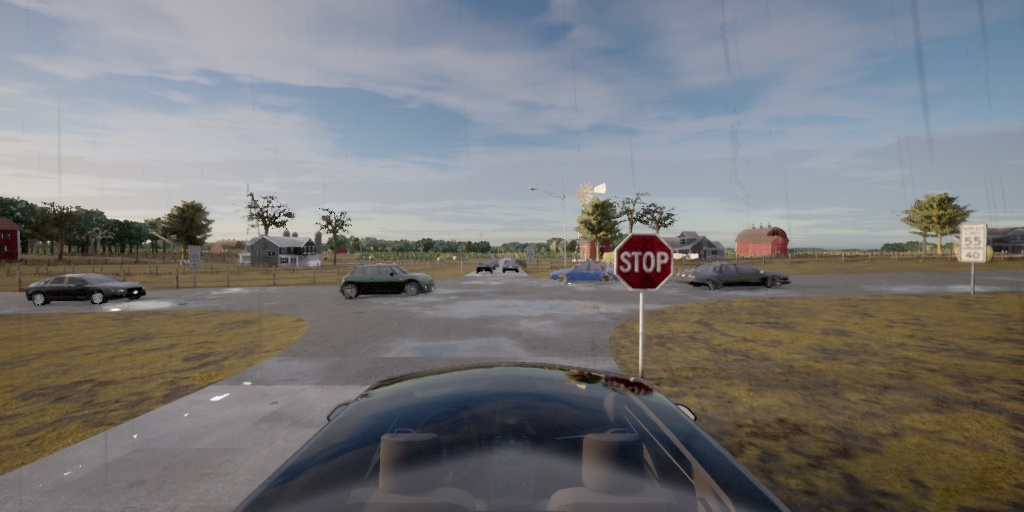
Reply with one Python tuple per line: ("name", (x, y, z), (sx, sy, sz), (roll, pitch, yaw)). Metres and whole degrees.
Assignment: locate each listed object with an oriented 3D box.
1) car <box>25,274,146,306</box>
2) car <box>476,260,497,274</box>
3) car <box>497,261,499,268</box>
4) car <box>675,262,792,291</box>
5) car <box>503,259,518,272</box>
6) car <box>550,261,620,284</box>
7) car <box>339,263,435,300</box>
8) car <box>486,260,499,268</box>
("car", (-21.989, 1.695, 18.607), (4.892, 1.490, 1.837), (-1, 1, 0))
("car", (-3.090, 1.353, 41.304), (1.895, 1.301, 4.718), (0, 0, -1))
("car", (-3.186, 1.361, 50.958), (1.895, 1.301, 4.718), (0, 0, 0))
("car", (11.575, 1.022, 18.984), (5.357, 1.411, 2.033), (-1, 1, -1))
("car", (-0.196, 1.319, 46.696), (1.994, 1.385, 4.181), (0, 0, -1))
("car", (5.288, 1.076, 24.203), (5.357, 1.411, 2.033), (-2, 2, 29))
("car", (-6.383, 1.204, 18.673), (4.553, 1.767, 2.097), (-2, 0, 0))
("car", (-3.207, 1.338, 60.885), (1.994, 1.385, 4.181), (0, 0, 0))
